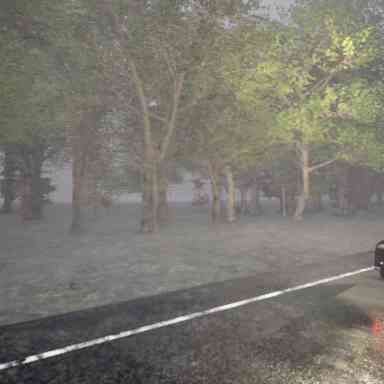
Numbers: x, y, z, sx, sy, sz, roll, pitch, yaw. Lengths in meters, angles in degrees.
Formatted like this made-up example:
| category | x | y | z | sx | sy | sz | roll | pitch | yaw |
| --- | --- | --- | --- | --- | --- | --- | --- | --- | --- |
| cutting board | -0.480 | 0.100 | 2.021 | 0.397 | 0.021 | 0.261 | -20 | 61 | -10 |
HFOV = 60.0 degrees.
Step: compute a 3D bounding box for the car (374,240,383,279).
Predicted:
| category | x | y | z | sx | sy | sz | roll | pitch | yaw |
| --- | --- | --- | --- | --- | --- | --- | --- | --- | --- |
| car | 6.594 | 1.487 | 8.575 | 4.902 | 1.511 | 2.128 | 0 | 0 | -36 |
